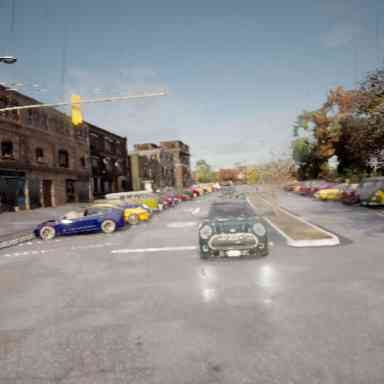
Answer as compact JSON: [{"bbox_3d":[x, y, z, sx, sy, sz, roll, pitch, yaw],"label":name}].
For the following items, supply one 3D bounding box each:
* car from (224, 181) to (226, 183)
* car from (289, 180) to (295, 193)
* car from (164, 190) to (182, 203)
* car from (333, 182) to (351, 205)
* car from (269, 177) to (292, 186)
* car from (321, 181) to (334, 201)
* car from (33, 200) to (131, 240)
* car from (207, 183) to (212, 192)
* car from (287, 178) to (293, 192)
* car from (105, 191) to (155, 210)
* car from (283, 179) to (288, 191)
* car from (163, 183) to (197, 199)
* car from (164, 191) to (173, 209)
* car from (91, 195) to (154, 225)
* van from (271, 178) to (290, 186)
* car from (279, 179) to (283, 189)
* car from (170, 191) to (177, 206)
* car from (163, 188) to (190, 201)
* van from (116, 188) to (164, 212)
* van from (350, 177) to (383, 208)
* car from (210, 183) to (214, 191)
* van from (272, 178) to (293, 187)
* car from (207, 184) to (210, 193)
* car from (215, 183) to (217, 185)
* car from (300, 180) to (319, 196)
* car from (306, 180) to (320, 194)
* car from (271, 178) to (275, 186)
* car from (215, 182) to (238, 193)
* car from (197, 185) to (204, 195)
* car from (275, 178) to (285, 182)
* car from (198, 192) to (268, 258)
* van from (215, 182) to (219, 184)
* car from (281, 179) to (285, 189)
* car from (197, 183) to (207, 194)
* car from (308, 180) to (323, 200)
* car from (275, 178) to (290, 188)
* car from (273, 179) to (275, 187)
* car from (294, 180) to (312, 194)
[{"bbox_3d":[5.379,-1.456,89.527,5.566,2.045,2.435,-5,2,-9],"label":"car"},{"bbox_3d":[15.403,-0.547,41.379,5.366,1.575,1.946,-3,1,-12],"label":"car"},{"bbox_3d":[-3.896,0.940,36.121,4.674,1.452,2.002,-5,1,-13],"label":"car"},{"bbox_3d":[12.996,-0.013,23.709,4.553,1.767,2.185,-4,1,-14],"label":"car"},{"bbox_3d":[24.217,-2.789,90.968,5.566,2.045,2.435,-3,1,-9],"label":"car"},{"bbox_3d":[13.537,-0.008,26.704,5.366,1.575,1.946,-3,1,-13],"label":"car"},{"bbox_3d":[-6.061,1.575,18.179,4.792,1.488,2.163,-5,2,-15],"label":"car"},{"bbox_3d":[0.827,-0.240,65.932,5.008,1.535,2.097,-5,1,-10],"label":"car"},{"bbox_3d":[15.672,-0.772,44.265,4.553,1.767,2.185,-3,2,-11],"label":"car"},{"bbox_3d":[-5.336,1.202,24.115,4.553,1.767,2.185,-5,1,-14],"label":"car"},{"bbox_3d":[16.083,-0.757,47.195,5.008,1.535,2.097,-3,1,-11],"label":"car"},{"bbox_3d":[-2.655,0.317,45.096,5.566,2.045,2.435,-5,1,-12],"label":"car"},{"bbox_3d":[-4.639,1.116,30.126,4.892,1.521,2.231,-5,1,-13],"label":"car"},{"bbox_3d":[-5.421,1.408,21.168,5.366,1.575,1.946,-5,1,-14],"label":"car"},{"bbox_3d":[23.503,-2.634,88.023,4.442,1.987,1.878,-3,2,-9],"label":"van"},{"bbox_3d":[17.062,-0.958,53.049,4.792,1.488,2.163,-3,1,-10],"label":"car"},{"bbox_3d":[-4.266,1.047,33.121,4.674,1.452,2.002,-5,2,-13],"label":"car"},{"bbox_3d":[-3.085,0.720,42.100,4.674,1.452,2.002,-5,2,-12],"label":"car"},{"bbox_3d":[-4.880,0.985,27.150,4.442,1.987,1.878,-5,1,-14],"label":"van"},{"bbox_3d":[12.608,-0.004,20.738,4.442,1.987,1.878,-3,2,-14],"label":"van"},{"bbox_3d":[1.212,-0.347,68.853,5.366,1.575,1.946,-5,2,-9],"label":"car"},{"bbox_3d":[22.363,-2.393,82.183,4.442,1.987,1.878,-3,2,-9],"label":"van"},{"bbox_3d":[0.301,-0.121,62.961,4.892,1.521,2.231,-5,2,-10],"label":"car"},{"bbox_3d":[2.507,-0.569,74.794,4.792,1.488,2.163,-5,2,-9],"label":"car"},{"bbox_3d":[14.422,-0.274,35.476,4.674,1.452,2.002,-3,1,-12],"label":"car"},{"bbox_3d":[14.052,-0.166,32.541,4.674,1.452,2.002,-3,1,-13],"label":"car"},{"bbox_3d":[19.469,-1.565,67.588,5.366,1.575,1.946,-3,2,-9],"label":"car"},{"bbox_3d":[4.060,0.180,37.288,2.097,1.767,4.553,-4,2,7],"label":"car"},{"bbox_3d":[-1.259,0.229,54.037,5.008,1.535,2.097,-5,2,-11],"label":"car"},{"bbox_3d":[18.523,-1.459,61.783,4.553,1.767,2.185,-3,1,-9],"label":"car"},{"bbox_3d":[1.351,1.090,11.732,2.097,1.767,4.553,-3,2,5],"label":"car"},{"bbox_3d":[3.206,-0.958,77.772,4.442,1.987,1.878,-5,1,-9],"label":"van"},{"bbox_3d":[16.522,-0.839,50.107,4.792,1.488,2.163,-4,2,-11],"label":"car"},{"bbox_3d":[-0.230,-0.131,59.986,4.553,1.767,2.185,-5,2,-10],"label":"car"},{"bbox_3d":[13.518,-0.092,29.554,5.366,1.575,1.946,-3,2,-13],"label":"car"},{"bbox_3d":[18.026,-1.217,58.876,5.008,1.535,2.097,-4,1,-10],"label":"car"},{"bbox_3d":[19.094,-1.452,64.708,4.892,1.521,2.231,-4,1,-9],"label":"car"},{"bbox_3d":[14.777,-0.547,38.400,4.553,1.767,2.185,-3,1,-12],"label":"car"}]
